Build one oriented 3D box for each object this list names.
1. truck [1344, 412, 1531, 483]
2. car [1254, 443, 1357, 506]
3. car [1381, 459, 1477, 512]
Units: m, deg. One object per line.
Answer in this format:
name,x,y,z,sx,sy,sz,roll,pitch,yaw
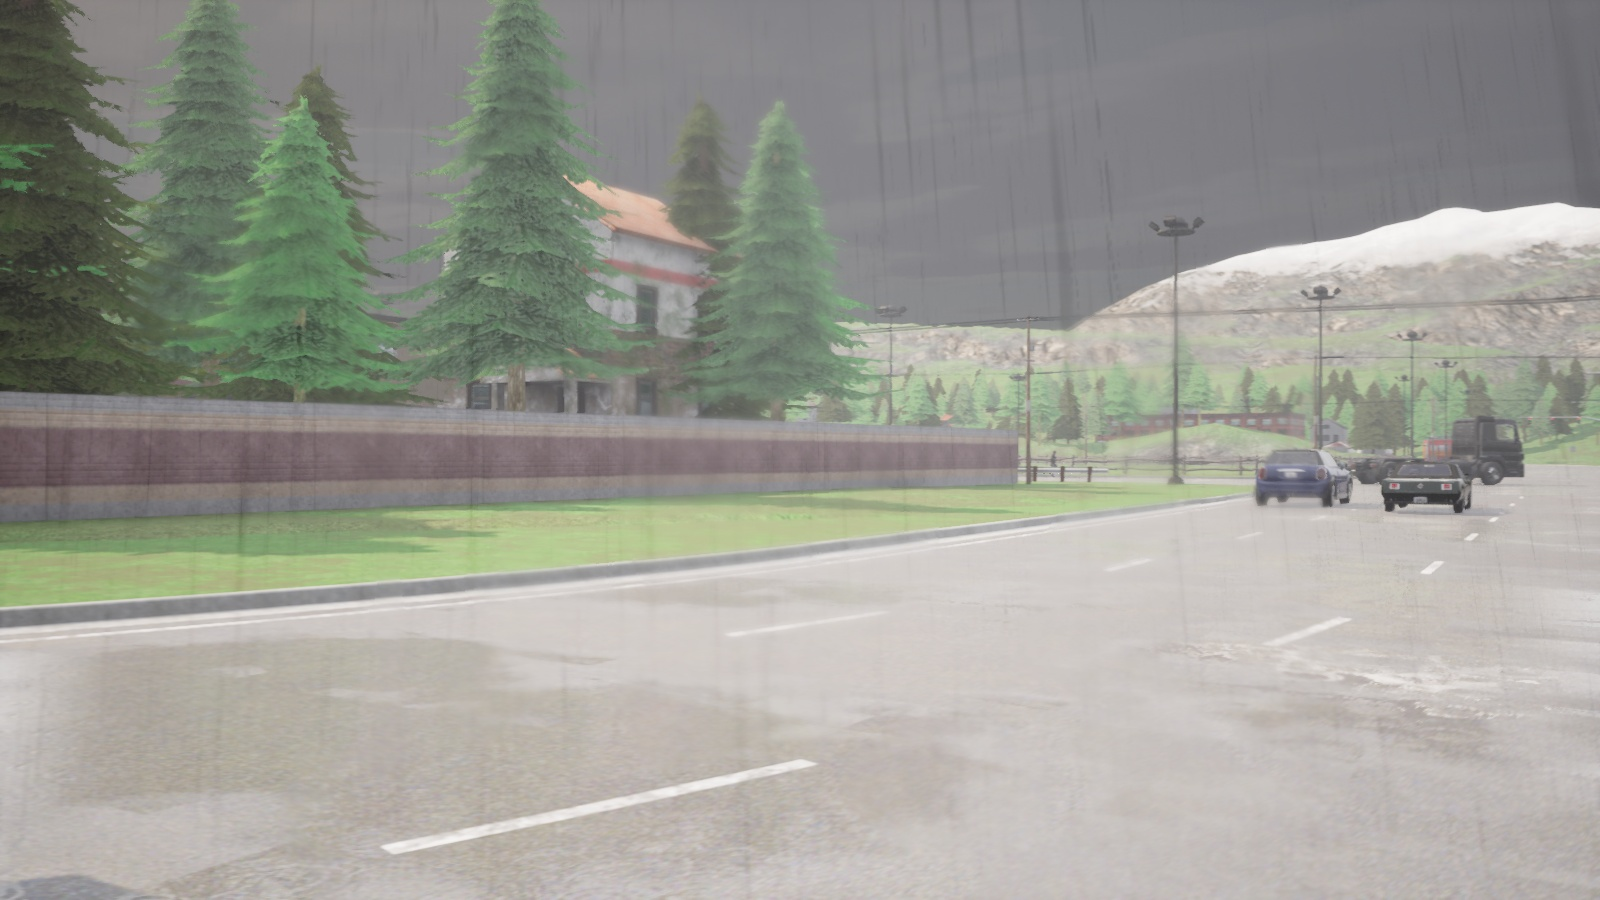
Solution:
truck,31.792,-0.120,62.844,7.936,3.462,2.891,0,0,-2
car,15.135,0.684,37.473,2.097,1.767,4.553,0,0,32
car,16.999,0.909,33.837,1.895,1.301,4.718,0,0,32
